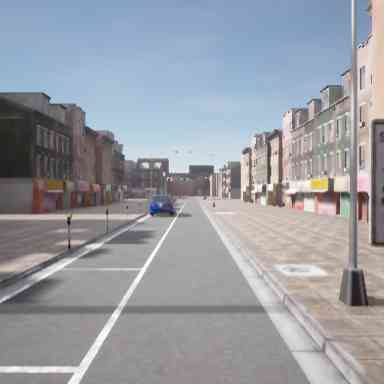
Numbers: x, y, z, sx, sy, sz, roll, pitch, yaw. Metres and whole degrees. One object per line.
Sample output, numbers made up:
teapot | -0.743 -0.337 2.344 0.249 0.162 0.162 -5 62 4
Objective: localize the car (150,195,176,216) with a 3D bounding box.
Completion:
car | -2.751 1.237 31.971 2.150 2.045 5.566 0 0 0
